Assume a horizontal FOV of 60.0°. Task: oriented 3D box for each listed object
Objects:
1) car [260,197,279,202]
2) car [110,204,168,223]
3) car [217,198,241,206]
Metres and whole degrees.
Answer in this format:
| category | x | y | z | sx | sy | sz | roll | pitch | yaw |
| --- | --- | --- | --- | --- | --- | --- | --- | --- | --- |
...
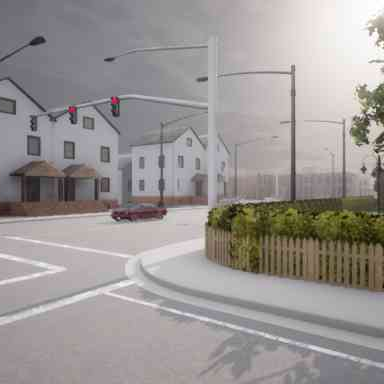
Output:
| category | x | y | z | sx | sy | sz | roll | pitch | yaw |
| --- | --- | --- | --- | --- | --- | --- | --- | --- | --- |
| car | 11.154 | 1.525 | 47.882 | 1.812 | 1.442 | 4.674 | 0 | 0 | 35 |
| car | -4.061 | 1.600 | 25.934 | 1.895 | 1.301 | 4.718 | 0 | 0 | 35 |
| car | 3.946 | 1.505 | 37.518 | 1.837 | 1.490 | 4.892 | 0 | 0 | 35 |
